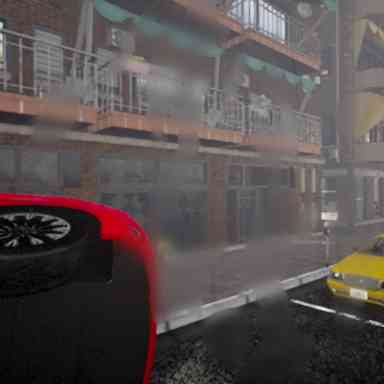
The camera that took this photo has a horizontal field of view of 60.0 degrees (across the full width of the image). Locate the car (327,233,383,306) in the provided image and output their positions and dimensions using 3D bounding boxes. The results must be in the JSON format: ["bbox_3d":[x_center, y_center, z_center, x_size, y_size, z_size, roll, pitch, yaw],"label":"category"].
[{"bbox_3d":[4.822,1.520,7.612,4.829,1.417,1.752,0,0,-41],"label":"car"}]

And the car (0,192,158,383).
[{"bbox_3d":[-3.140,0.966,2.857,5.566,2.150,2.045,4,14,-12],"label":"car"}]
